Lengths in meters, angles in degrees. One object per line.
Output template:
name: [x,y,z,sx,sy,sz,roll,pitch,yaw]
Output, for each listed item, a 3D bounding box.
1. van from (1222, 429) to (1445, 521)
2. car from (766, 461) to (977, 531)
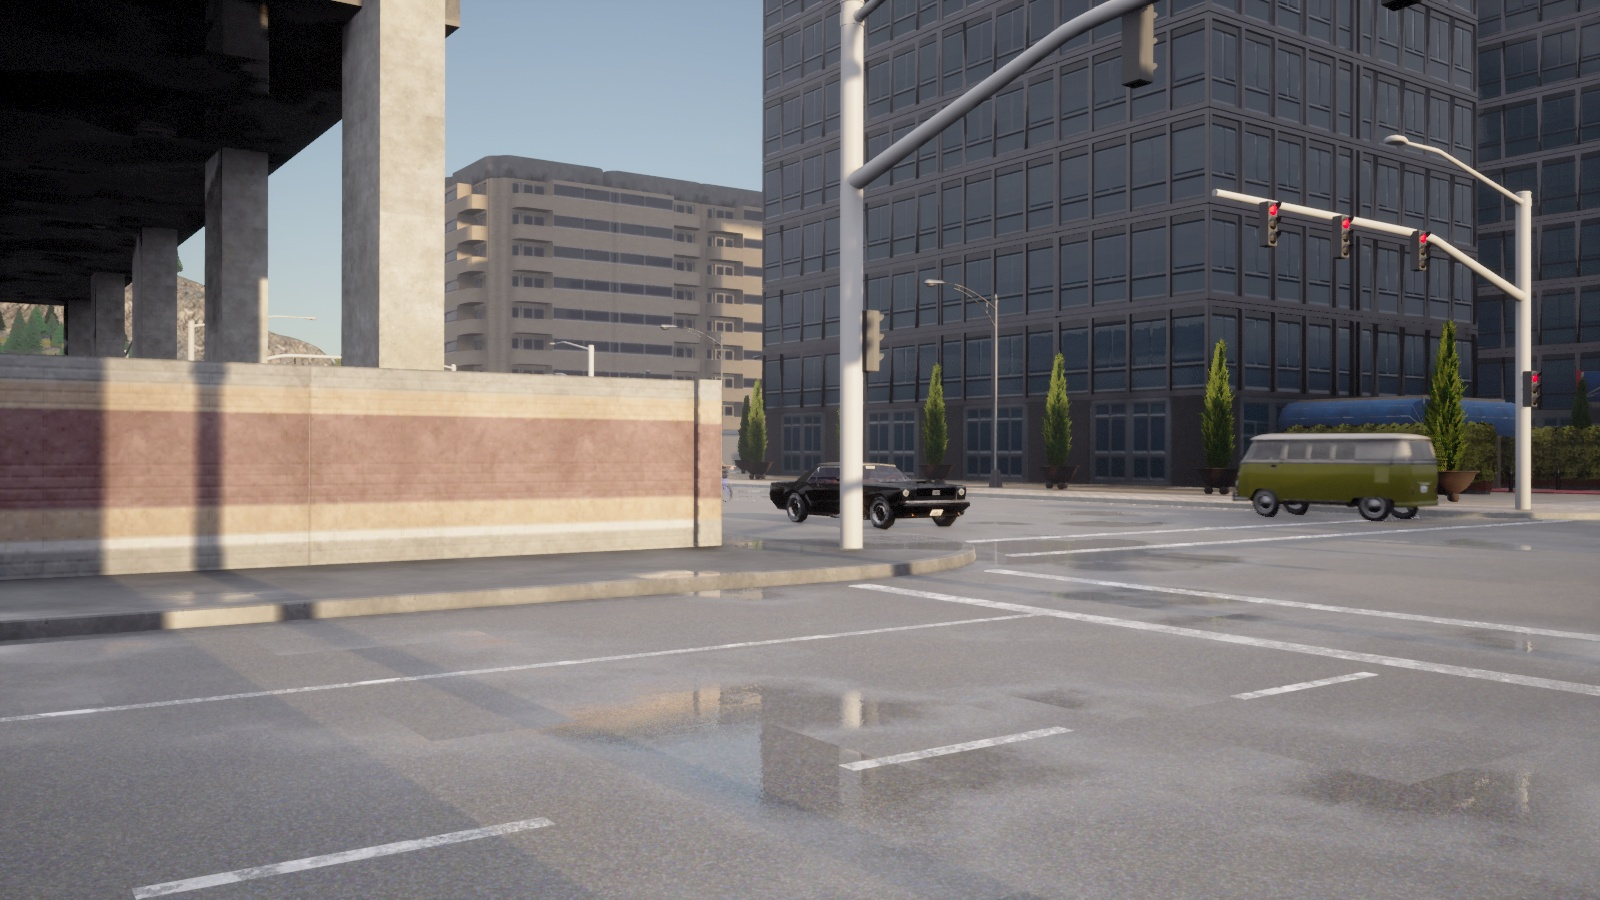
van: [12.327,0.543,29.222,1.775,1.987,4.442,0,0,-41]
car: [1.379,0.907,26.381,1.895,1.301,4.718,0,0,-35]
